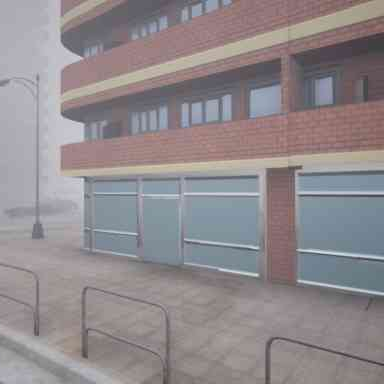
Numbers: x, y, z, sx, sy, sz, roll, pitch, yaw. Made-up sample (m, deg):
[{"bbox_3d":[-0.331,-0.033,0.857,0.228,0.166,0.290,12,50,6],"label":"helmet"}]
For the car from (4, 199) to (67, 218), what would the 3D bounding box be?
[{"bbox_3d":[-14.169,1.601,29.949,1.895,1.301,4.718,0,0,36],"label":"car"}]

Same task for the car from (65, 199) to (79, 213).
[{"bbox_3d":[-14.453,1.505,35.485,1.837,1.490,4.892,0,0,36],"label":"car"}]
